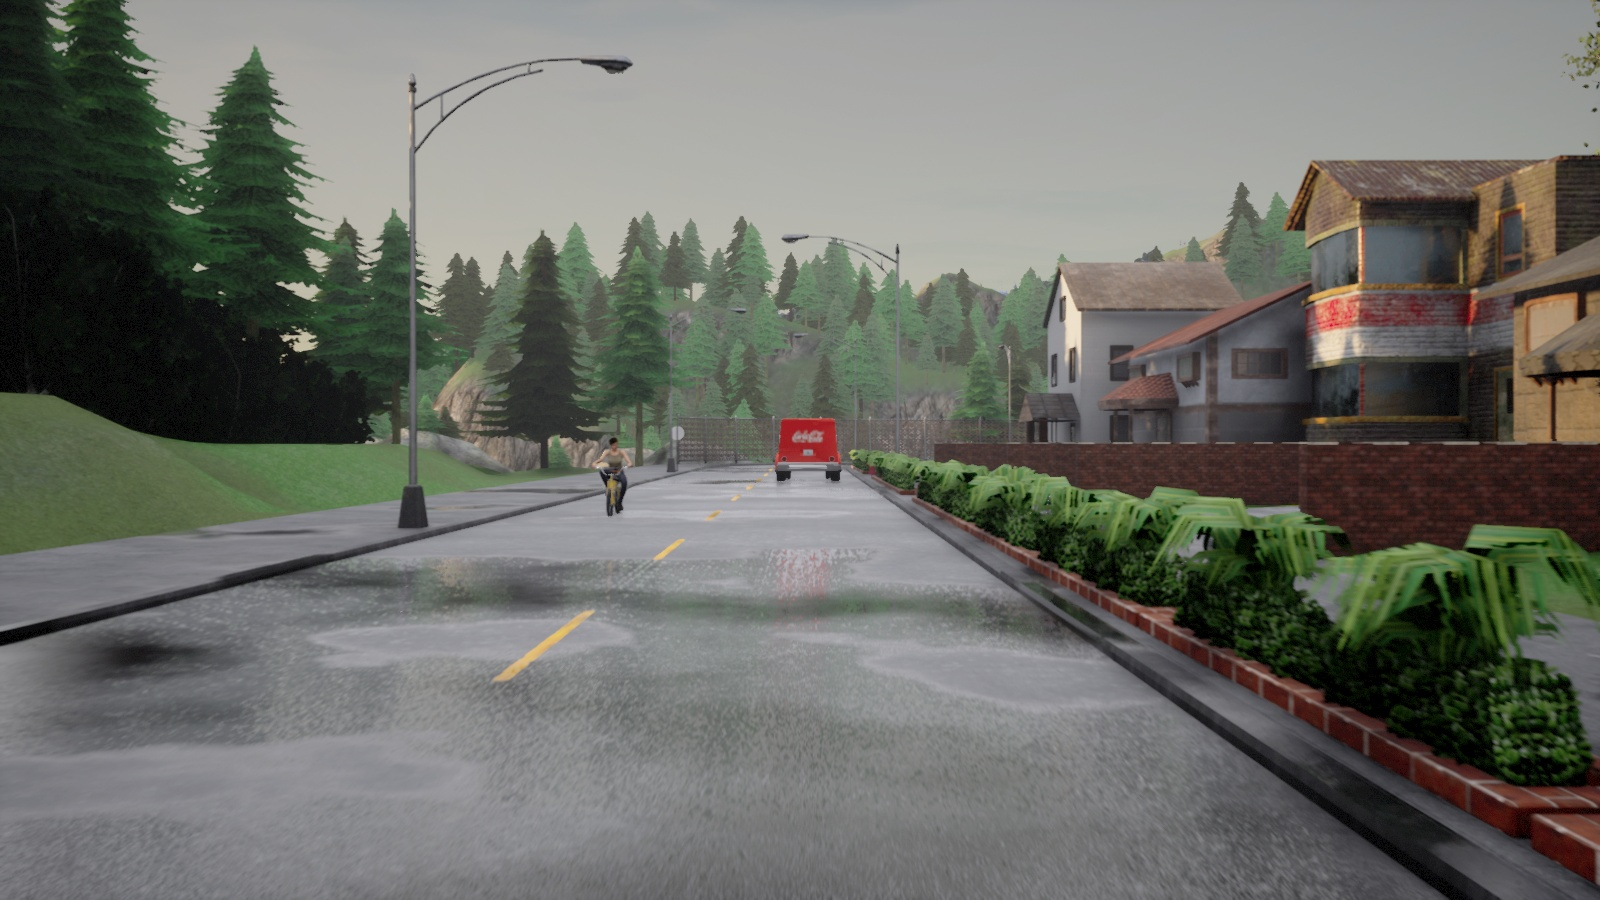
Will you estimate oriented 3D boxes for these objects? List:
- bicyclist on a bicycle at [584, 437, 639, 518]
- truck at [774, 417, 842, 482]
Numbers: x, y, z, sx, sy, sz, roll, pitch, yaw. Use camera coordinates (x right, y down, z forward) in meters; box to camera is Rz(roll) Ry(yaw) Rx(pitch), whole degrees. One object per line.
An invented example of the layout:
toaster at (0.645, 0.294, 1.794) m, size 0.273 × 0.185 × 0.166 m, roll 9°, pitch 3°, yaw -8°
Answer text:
bicyclist on a bicycle at (-3.820, 0.536, 25.553) m, size 0.866 × 1.612 × 1.509 m, roll 0°, pitch 0°, yaw 1°
truck at (0.324, -0.025, 50.685) m, size 2.627 × 2.467 × 5.204 m, roll 0°, pitch 0°, yaw 0°
